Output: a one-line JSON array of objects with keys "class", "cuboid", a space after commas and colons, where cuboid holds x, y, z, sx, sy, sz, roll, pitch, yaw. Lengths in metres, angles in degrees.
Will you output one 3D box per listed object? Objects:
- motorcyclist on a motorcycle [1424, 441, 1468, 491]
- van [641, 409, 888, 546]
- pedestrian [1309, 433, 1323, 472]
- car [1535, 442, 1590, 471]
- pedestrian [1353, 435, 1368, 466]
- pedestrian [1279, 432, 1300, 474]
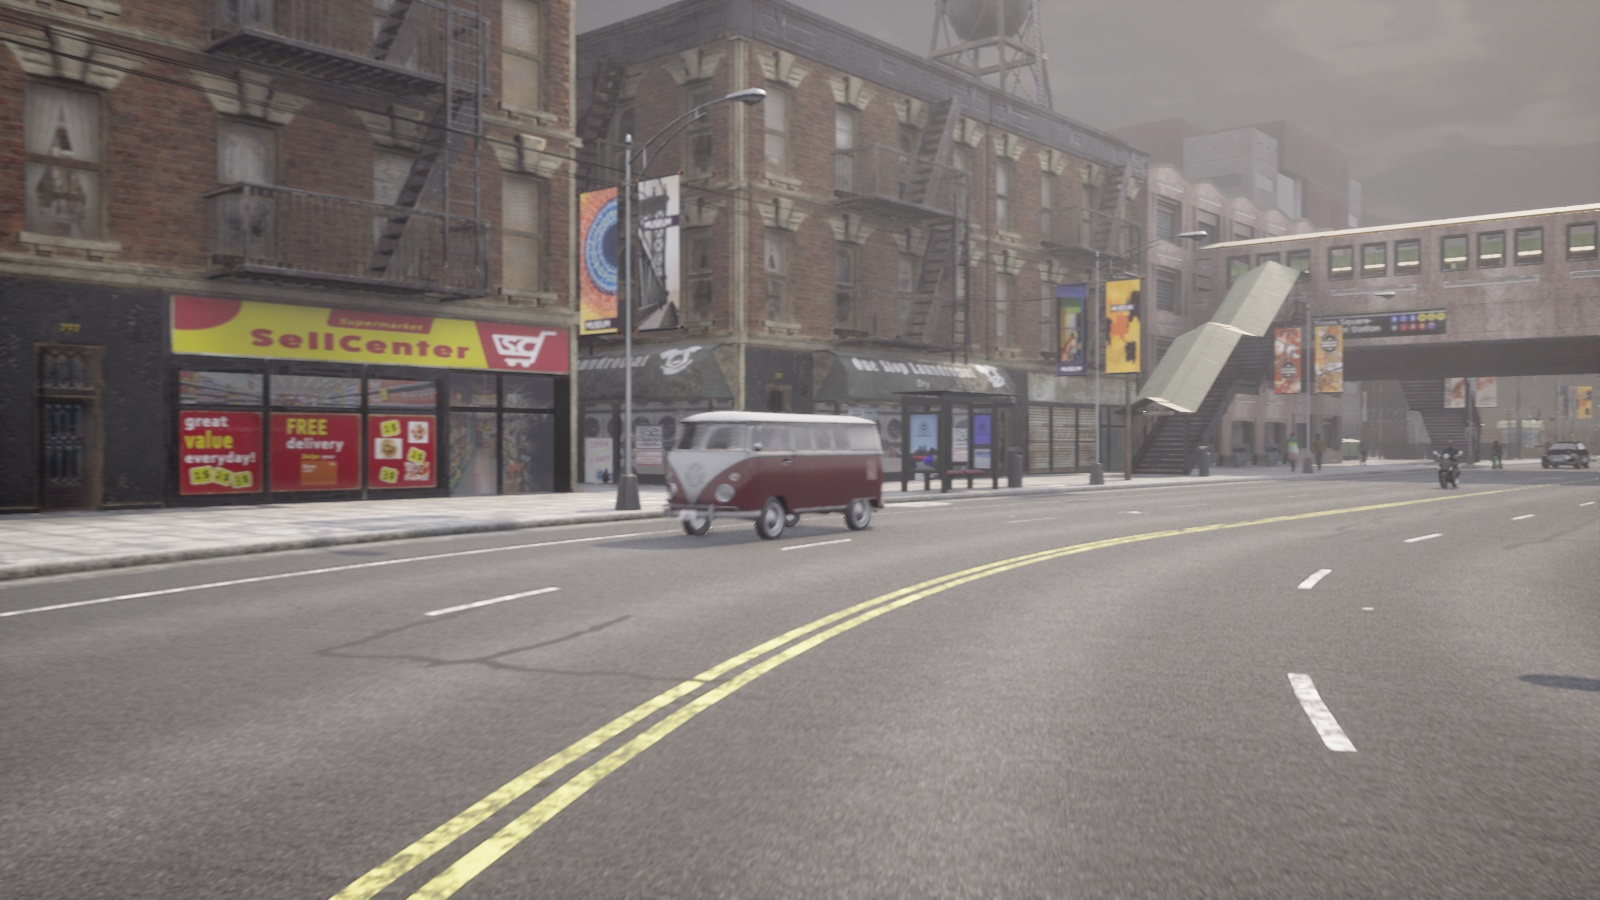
[{"class": "motorcyclist on a motorcycle", "cuboid": [21.231, 0.512, 41.245, 0.866, 1.590, 1.817, 0, 0, 40]}, {"class": "van", "cuboid": [-0.450, 0.382, 20.515, 1.775, 1.987, 4.442, 0, 0, 34]}, {"class": "pedestrian", "cuboid": [24.558, 0.118, 59.793, 0.431, 1.840, 0.709, 0, 0, 36]}, {"class": "car", "cuboid": [45.363, 0.351, 74.703, 2.033, 1.649, 4.856, 0, 0, 41]}, {"class": "pedestrian", "cuboid": [33.465, 0.051, 74.950, 0.694, 1.848, 0.540, 0, 0, -39]}, {"class": "pedestrian", "cuboid": [22.936, 0.120, 58.791, 0.659, 1.952, 0.873, 0, 0, 41]}]
